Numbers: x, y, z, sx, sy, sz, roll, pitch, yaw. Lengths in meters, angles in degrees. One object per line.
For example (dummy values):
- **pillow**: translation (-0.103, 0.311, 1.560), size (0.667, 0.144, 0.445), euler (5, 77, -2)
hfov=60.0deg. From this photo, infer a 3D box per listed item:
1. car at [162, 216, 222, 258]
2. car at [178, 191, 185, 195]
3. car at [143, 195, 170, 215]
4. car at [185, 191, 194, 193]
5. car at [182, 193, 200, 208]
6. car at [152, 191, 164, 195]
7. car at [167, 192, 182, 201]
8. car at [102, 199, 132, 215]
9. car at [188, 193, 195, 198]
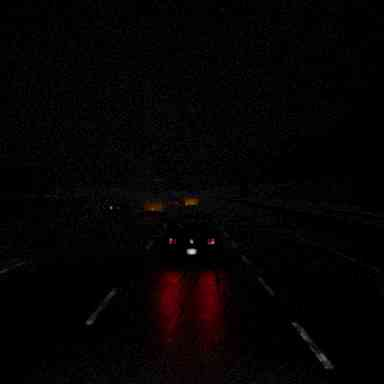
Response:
- **car**: translation (-0.003, 1.550, 12.571), size (1.895, 1.301, 4.718), euler (0, 0, 0)
- **car**: translation (-3.519, 1.017, 83.983), size (1.882, 1.535, 5.008), euler (0, 0, 0)
- **car**: translation (-3.508, 1.325, 32.056), size (1.882, 1.535, 5.008), euler (0, 0, 0)
- **car**: translation (-0.016, 1.134, 68.023), size (1.837, 1.490, 4.892), euler (0, 0, 0)
- **car**: translation (-0.010, 1.246, 44.800), size (1.882, 1.535, 5.008), euler (0, 0, 0)
- **car**: translation (-7.016, 0.849, 68.072), size (2.150, 2.045, 5.566), euler (0, 0, 0)
- **car**: translation (-3.516, 1.228, 68.033), size (1.895, 1.301, 4.718), euler (0, 0, 0)
- **car**: translation (-7.007, 1.399, 31.284), size (2.033, 1.411, 5.357), euler (0, 0, 0)
- **car**: translation (-0.022, 1.082, 94.027), size (1.895, 1.301, 4.718), euler (0, 0, 0)
